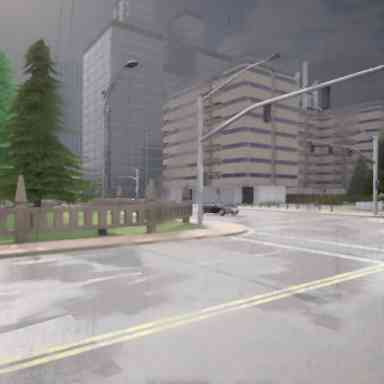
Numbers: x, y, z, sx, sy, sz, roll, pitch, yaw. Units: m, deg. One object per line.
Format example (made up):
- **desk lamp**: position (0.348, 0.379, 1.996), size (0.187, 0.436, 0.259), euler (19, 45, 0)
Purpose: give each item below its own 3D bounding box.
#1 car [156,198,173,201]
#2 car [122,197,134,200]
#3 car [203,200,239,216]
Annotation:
- **car**: position (-3.285, 1.579, 42.039), size (1.882, 1.535, 5.008), euler (0, 0, -36)
- **car**: position (-10.010, 1.579, 51.521), size (1.882, 1.535, 5.008), euler (0, 0, -35)
- **car**: position (2.674, 1.592, 33.662), size (2.128, 1.511, 4.902), euler (0, 0, -35)
